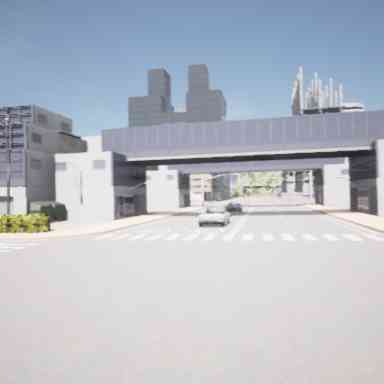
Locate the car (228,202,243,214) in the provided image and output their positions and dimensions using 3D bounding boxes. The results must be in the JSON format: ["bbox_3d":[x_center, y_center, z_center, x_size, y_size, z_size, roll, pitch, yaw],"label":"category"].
[{"bbox_3d":[5.108,1.889,40.628,1.994,1.385,4.181,-2,-1,12],"label":"car"}]

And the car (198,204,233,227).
[{"bbox_3d":[1.704,1.835,24.744,1.895,1.301,4.718,-2,-1,12],"label":"car"}]
